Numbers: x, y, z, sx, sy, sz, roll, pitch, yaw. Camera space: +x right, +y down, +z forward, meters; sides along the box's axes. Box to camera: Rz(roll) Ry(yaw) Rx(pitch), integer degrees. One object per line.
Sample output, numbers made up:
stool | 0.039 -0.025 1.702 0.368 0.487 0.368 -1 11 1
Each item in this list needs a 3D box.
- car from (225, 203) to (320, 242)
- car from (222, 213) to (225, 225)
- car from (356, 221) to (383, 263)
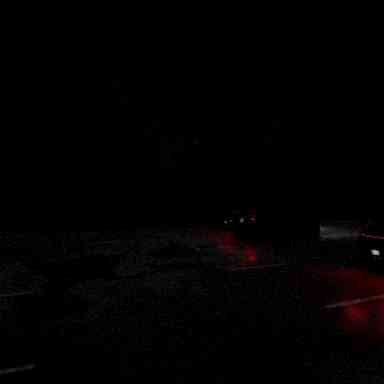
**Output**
car | 4.301 1.414 16.950 4.553 1.767 2.097 0 0 -26
car | 4.075 1.596 20.737 4.674 1.442 1.812 0 0 -26
car | 7.516 1.553 10.728 4.902 1.511 2.128 0 0 -26
